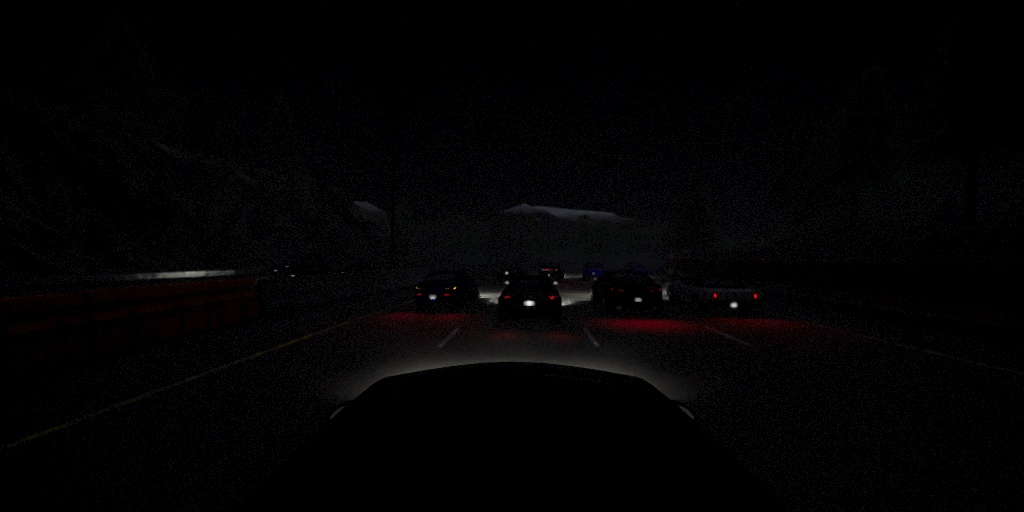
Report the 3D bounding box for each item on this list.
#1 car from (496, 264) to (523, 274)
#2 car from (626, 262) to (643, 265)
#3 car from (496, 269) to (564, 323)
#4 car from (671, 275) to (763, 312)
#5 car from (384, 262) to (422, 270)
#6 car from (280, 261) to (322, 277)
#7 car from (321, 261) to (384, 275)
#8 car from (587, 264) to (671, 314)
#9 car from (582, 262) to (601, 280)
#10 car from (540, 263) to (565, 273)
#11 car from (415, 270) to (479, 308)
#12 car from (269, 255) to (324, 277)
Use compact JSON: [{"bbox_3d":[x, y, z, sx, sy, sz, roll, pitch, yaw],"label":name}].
[{"bbox_3d":[-0.016,1.367,31.281,1.994,1.385,4.181,0,0,12],"label":"car"},{"bbox_3d":[11.038,1.324,32.546,1.882,1.535,5.008,0,0,14],"label":"car"},{"bbox_3d":[0.649,1.336,12.326,1.994,1.385,4.181,0,0,4],"label":"car"},{"bbox_3d":[7.849,1.403,14.530,1.895,1.301,4.718,0,0,6],"label":"car"},{"bbox_3d":[-10.351,1.318,34.277,2.033,1.411,5.357,0,0,13],"label":"car"},{"bbox_3d":[-17.913,1.341,32.256,1.895,1.301,4.718,0,0,11],"label":"car"},{"bbox_3d":[-14.293,1.301,32.560,2.033,1.411,5.357,0,0,12],"label":"car"},{"bbox_3d":[4.311,1.266,14.051,1.882,1.535,5.008,0,0,5],"label":"car"},{"bbox_3d":[7.402,1.310,32.423,1.882,1.535,5.008,0,0,13],"label":"car"},{"bbox_3d":[3.431,1.307,30.732,2.128,1.511,4.902,0,0,12],"label":"car"},{"bbox_3d":[-2.620,1.290,15.128,1.812,1.442,4.674,0,0,5],"label":"car"},{"bbox_3d":[-20.854,0.955,35.233,2.150,2.045,5.566,0,0,13],"label":"car"}]
